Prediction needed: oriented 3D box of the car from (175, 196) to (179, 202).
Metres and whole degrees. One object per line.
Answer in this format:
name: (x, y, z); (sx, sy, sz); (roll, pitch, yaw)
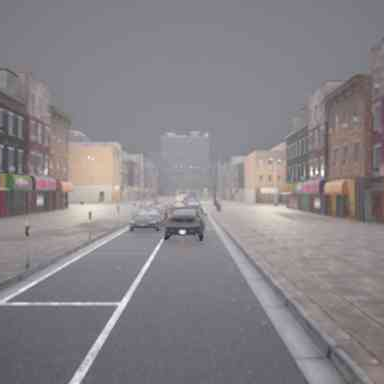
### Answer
car: (-2.631, 1.520, 36.285); (1.752, 1.417, 4.829); (0, 0, 0)

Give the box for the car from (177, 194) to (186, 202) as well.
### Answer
car: (-2.629, 1.576, 68.243); (1.752, 1.417, 4.829); (0, 0, 0)

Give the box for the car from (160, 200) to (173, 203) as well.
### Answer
car: (-2.631, 1.532, 25.467); (1.887, 1.381, 4.507); (0, 0, 0)

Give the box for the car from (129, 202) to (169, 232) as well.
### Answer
car: (-2.631, 1.537, 19.973); (2.008, 1.369, 4.403); (0, 0, 0)

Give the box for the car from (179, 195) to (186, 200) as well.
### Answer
car: (-2.627, 1.675, 95.465); (1.752, 1.417, 4.829); (0, 0, 0)

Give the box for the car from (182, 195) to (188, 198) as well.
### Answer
car: (0.026, 1.479, 41.835); (1.882, 1.535, 5.008); (0, 0, 0)

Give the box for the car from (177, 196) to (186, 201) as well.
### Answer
car: (-2.628, 1.646, 84.744); (2.008, 1.369, 4.403); (0, 0, 0)

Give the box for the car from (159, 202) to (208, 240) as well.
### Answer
car: (-0.280, 1.492, 17.019); (1.837, 1.490, 4.892); (0, 0, 3)

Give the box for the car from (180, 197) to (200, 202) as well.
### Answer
car: (0.095, 1.516, 31.567); (1.812, 1.442, 4.674); (0, 0, 0)

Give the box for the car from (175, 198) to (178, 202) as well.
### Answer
car: (-2.631, 1.535, 30.961); (1.887, 1.381, 4.507); (0, 0, 0)
